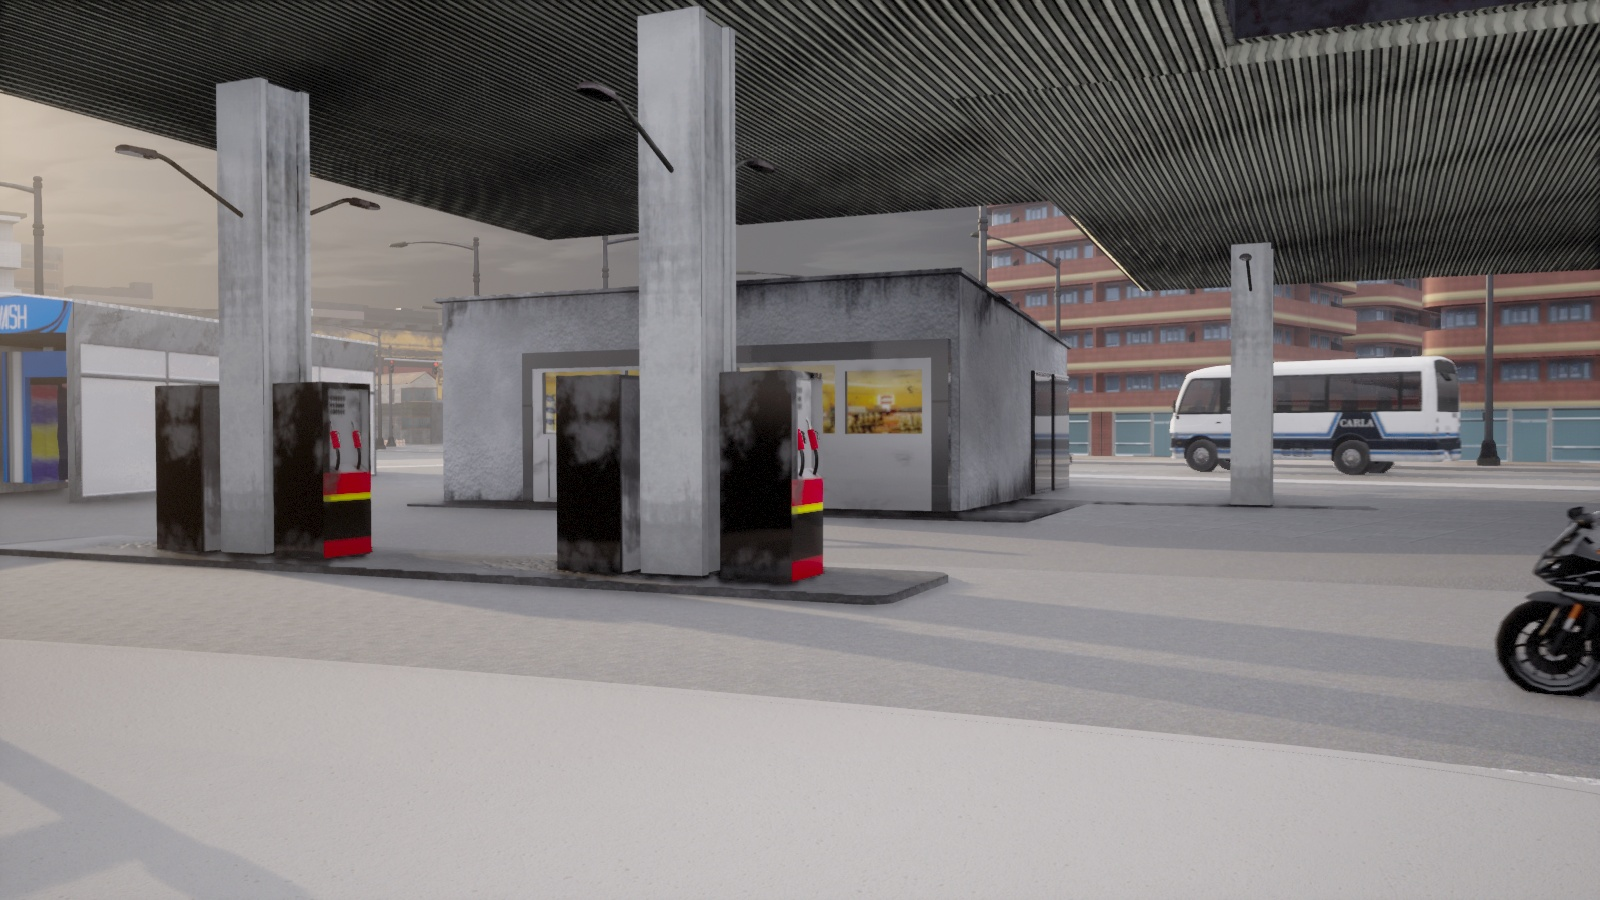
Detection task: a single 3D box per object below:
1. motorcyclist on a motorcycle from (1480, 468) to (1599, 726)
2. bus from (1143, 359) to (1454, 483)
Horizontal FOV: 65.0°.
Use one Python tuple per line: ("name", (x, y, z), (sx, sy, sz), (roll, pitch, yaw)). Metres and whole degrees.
("motorcyclist on a motorcycle", (5.479, 0.910, 7.789), (2.191, 1.530, 0.866), (1, 1, 28))
("bus", (18.795, -1.095, 47.992), (10.273, 4.253, 3.944), (1, 1, 42))
